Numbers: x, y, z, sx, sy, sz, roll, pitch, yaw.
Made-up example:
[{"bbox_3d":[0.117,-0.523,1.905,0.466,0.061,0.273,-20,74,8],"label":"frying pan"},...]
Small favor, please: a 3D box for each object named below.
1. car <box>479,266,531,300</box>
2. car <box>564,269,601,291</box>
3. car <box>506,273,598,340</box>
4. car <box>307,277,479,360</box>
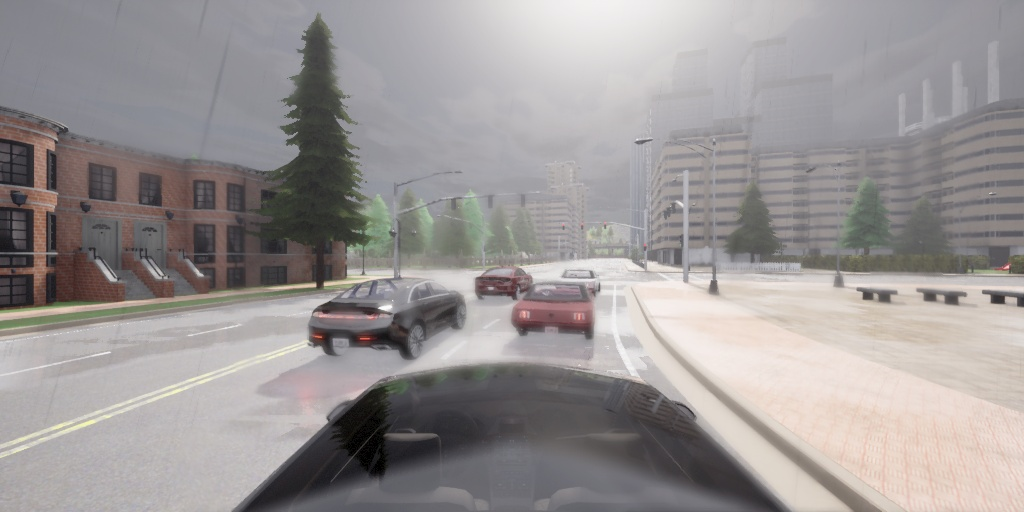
[{"bbox_3d":[-0.237,1.228,17.645,1.882,1.535,5.008,0,0,15],"label":"car"},{"bbox_3d":[3.634,1.351,18.986,1.895,1.301,4.718,0,0,17],"label":"car"},{"bbox_3d":[1.381,1.351,10.098,1.895,1.301,4.718,0,0,13],"label":"car"},{"bbox_3d":[-2.491,1.242,8.428,2.128,1.511,4.902,0,0,9],"label":"car"}]
